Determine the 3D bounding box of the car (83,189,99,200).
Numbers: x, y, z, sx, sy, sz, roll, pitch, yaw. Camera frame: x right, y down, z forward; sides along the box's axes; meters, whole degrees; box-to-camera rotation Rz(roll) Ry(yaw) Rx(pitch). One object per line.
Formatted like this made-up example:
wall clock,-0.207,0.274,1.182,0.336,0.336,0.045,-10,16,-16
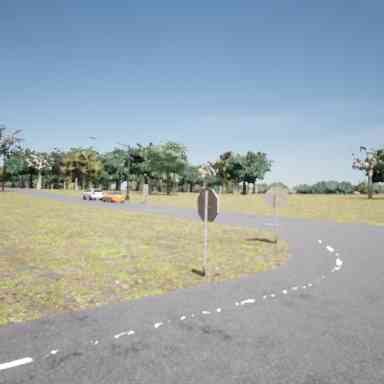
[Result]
car,-17.699,0.440,59.497,2.150,2.045,5.566,2,0,-36

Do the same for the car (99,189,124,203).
car,-12.340,0.750,51.989,2.097,1.767,4.553,2,0,-36
